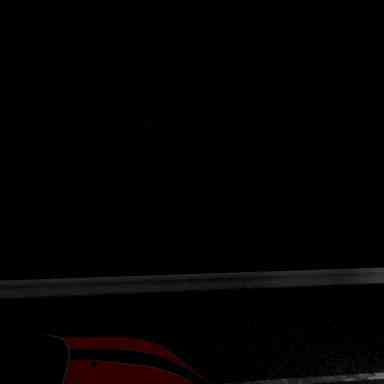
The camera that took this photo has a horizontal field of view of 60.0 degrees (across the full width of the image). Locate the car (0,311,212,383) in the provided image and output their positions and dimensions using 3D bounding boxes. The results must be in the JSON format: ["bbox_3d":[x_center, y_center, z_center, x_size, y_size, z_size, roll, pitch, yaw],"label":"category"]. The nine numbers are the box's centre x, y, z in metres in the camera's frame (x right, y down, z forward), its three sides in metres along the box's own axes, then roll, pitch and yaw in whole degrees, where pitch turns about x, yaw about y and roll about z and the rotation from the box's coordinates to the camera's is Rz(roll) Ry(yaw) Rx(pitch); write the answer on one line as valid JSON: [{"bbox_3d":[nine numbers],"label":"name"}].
[{"bbox_3d":[-1.869,1.352,1.646,4.553,1.767,2.097,0,0,-6],"label":"car"}]
